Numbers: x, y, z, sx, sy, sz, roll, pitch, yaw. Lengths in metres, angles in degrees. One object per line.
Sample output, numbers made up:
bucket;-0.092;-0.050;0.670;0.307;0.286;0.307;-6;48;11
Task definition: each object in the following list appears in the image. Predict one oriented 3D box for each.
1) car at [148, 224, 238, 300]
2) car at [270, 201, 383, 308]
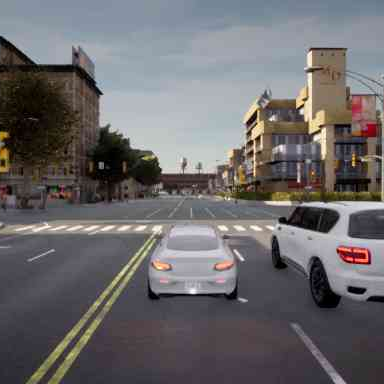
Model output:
car;0.012;1.525;8.284;1.812;1.442;4.674;0;0;0
car;3.511;1.221;8.053;2.150;2.045;5.566;0;0;0
